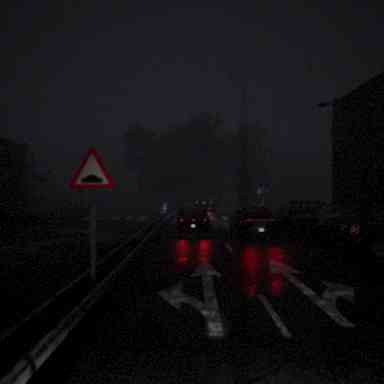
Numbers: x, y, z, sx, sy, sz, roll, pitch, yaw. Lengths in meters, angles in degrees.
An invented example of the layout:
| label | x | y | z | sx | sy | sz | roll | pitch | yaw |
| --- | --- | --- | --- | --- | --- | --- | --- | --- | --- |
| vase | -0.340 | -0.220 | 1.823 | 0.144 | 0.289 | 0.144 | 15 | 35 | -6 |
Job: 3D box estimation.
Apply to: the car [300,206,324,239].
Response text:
| label | x | y | z | sx | sy | sz | roll | pitch | yaw |
| --- | --- | --- | --- | --- | --- | --- | --- | --- | --- |
| car | 7.634 | 1.514 | 14.878 | 4.674 | 1.452 | 2.002 | 0 | 0 | 0 |

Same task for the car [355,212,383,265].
| label | x | y | z | sx | sy | sz | roll | pitch | yaw |
| --- | --- | --- | --- | --- | --- | --- | --- | --- | --- |
| car | 7.644 | 1.484 | 9.358 | 4.892 | 1.521 | 2.231 | 0 | 0 | 0 |

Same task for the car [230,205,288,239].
| label | x | y | z | sx | sy | sz | roll | pitch | yaw |
| --- | --- | --- | --- | --- | --- | --- | --- | --- | --- |
| car | 3.090 | 1.473 | 17.249 | 2.128 | 1.511 | 4.902 | 0 | 0 | 0 |

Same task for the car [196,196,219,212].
| label | x | y | z | sx | sy | sz | roll | pitch | yaw |
| --- | --- | --- | --- | --- | --- | --- | --- | --- | --- |
| car | 1.801 | 1.241 | 38.035 | 2.097 | 1.767 | 4.553 | 0 | 0 | 14 |

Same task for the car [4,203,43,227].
| label | x | y | z | sx | sy | sz | roll | pitch | yaw |
| --- | --- | --- | --- | --- | --- | --- | --- | --- | --- |
| car | -12.488 | 1.484 | 22.233 | 4.792 | 1.488 | 2.163 | 0 | 0 | 0 |

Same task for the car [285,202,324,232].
| label | x | y | z | sx | sy | sz | roll | pitch | yaw |
| --- | --- | --- | --- | --- | --- | --- | --- | --- | --- |
| car | 7.641 | 1.468 | 17.634 | 5.008 | 1.535 | 2.097 | 0 | 0 | 0 |

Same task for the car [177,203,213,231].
| label | x | y | z | sx | sy | sz | roll | pitch | yaw |
| --- | --- | --- | --- | --- | --- | --- | --- | --- | --- |
| car | 0.064 | 1.579 | 20.571 | 1.895 | 1.301 | 4.718 | 0 | 0 | 0 |

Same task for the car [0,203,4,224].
| label | x | y | z | sx | sy | sz | roll | pitch | yaw |
| --- | --- | --- | --- | --- | --- | --- | --- | --- | --- |
| car | -12.552 | 1.354 | 16.797 | 4.553 | 1.767 | 2.185 | 0 | 0 | 0 |

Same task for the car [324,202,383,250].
| label | x | y | z | sx | sy | sz | roll | pitch | yaw |
| --- | --- | --- | --- | --- | --- | --- | --- | --- | --- |
| car | 7.606 | 1.354 | 12.120 | 4.553 | 1.767 | 2.185 | 0 | 0 | 0 |
